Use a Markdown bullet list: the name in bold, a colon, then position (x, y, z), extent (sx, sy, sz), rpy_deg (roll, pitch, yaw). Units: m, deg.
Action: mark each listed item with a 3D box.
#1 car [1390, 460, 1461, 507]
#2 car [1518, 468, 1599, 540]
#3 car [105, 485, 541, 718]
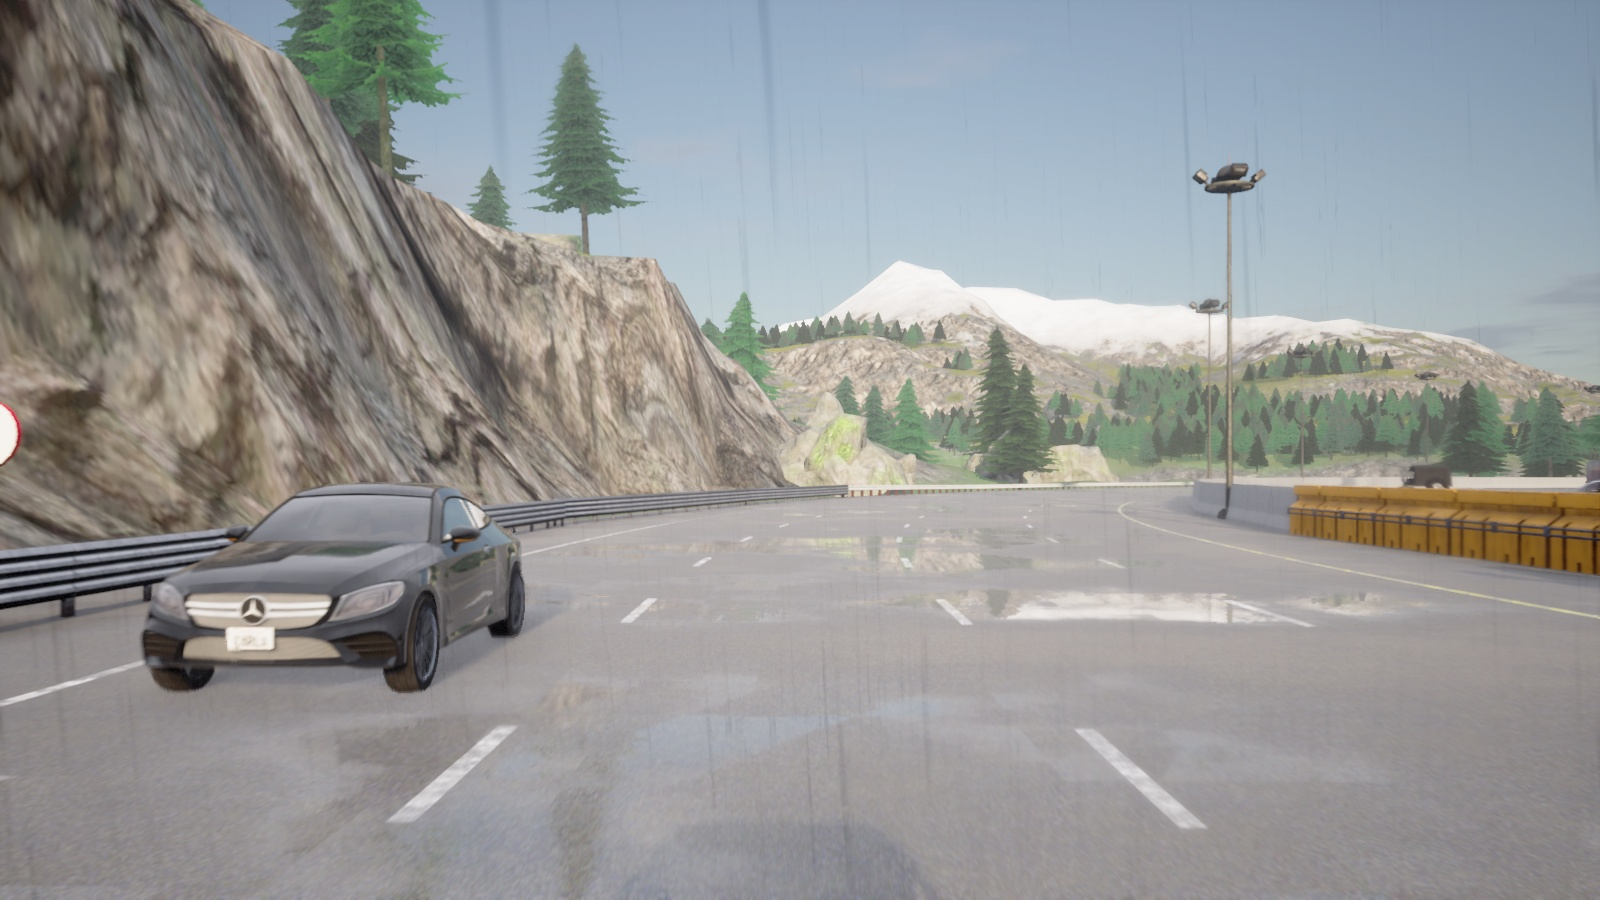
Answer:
- **car**: position (25.959, 1.380, 52.234), extent (1.905, 1.878, 3.866), rpy_deg (-1, -1, 15)
- **car**: position (17.982, 1.157, 27.392), extent (2.128, 1.511, 4.902), rpy_deg (0, -1, 5)
- **car**: position (-3.524, 1.027, 10.351), extent (1.812, 1.442, 4.674), rpy_deg (0, -1, 0)
